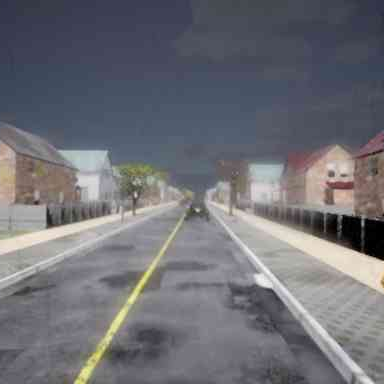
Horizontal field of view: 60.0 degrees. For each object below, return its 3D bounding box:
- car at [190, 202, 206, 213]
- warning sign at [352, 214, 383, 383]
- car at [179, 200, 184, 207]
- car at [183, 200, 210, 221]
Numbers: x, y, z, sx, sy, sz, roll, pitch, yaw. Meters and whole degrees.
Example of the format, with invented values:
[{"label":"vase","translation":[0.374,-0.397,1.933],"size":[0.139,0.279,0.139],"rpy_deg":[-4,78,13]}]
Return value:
[{"label":"car","translation":[0.793,2.039,44.542],"size":[1.994,1.385,4.181],"rpy_deg":[0,-1,2]},{"label":"warning sign","translation":[2.529,1.163,3.326],"size":[1.300,1.860,1.060],"rpy_deg":[-1,-2,1]},{"label":"car","translation":[-1.599,2.285,68.215],"size":[1.882,1.535,5.008],"rpy_deg":[0,-1,1]},{"label":"car","translation":[0.554,1.651,30.314],"size":[2.097,1.767,4.553],"rpy_deg":[0,-1,1]}]
